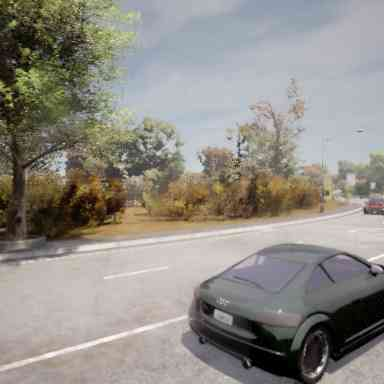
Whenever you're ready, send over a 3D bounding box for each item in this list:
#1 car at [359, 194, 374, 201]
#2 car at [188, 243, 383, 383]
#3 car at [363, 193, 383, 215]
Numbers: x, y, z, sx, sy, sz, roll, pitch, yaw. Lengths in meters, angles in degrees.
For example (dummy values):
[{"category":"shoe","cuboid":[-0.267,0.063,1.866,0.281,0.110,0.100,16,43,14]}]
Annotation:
[{"category":"car","cuboid":[36.055,1.031,68.926,1.994,1.385,4.181,0,0,16]},{"category":"car","cuboid":[1.978,1.563,5.486,4.181,1.385,1.994,0,0,-38]},{"category":"car","cuboid":[18.281,1.298,32.667,2.097,1.767,4.553,0,0,36]}]
